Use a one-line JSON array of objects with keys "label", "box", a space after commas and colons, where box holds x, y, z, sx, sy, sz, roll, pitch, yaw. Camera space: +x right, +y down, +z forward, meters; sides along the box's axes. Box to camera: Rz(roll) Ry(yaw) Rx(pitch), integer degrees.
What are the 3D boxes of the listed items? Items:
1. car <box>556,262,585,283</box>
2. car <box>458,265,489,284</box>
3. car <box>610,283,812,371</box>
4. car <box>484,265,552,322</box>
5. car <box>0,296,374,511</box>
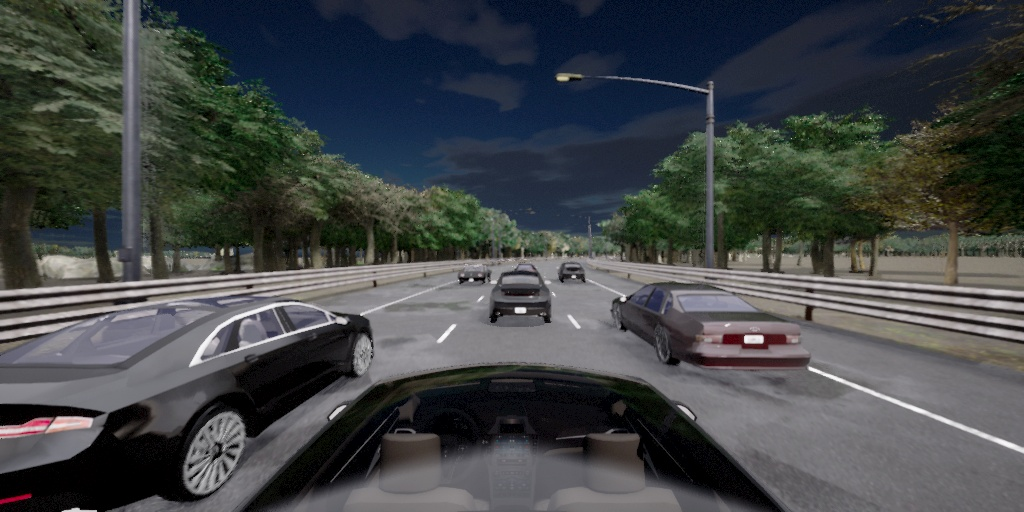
[{"label": "car", "box": [4.548, 1.223, 27.886, 1.837, 1.490, 4.892, 0, 0, 4]}, {"label": "car", "box": [-2.583, 1.314, 26.215, 1.895, 1.301, 4.718, 0, 0, 4]}, {"label": "car", "box": [3.677, 1.292, 7.887, 2.033, 1.411, 5.357, 0, 0, 1]}, {"label": "car", "box": [0.293, 1.240, 12.266, 1.837, 1.490, 4.892, 0, 0, 1]}, {"label": "car", "box": [-3.351, 1.234, 4.398, 2.128, 1.511, 4.902, 0, 0, 0]}]
